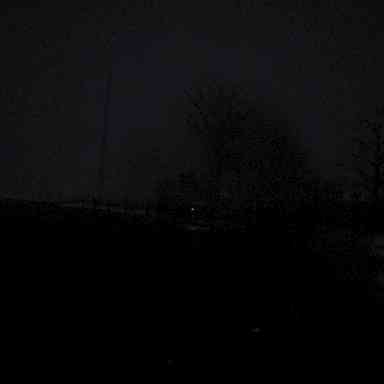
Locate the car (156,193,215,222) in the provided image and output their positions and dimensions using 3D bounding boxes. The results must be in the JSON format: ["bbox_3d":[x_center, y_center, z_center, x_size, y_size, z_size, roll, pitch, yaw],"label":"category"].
[{"bbox_3d":[-0.660,1.109,24.763,2.150,2.045,5.566,-1,1,-35],"label":"car"}]
